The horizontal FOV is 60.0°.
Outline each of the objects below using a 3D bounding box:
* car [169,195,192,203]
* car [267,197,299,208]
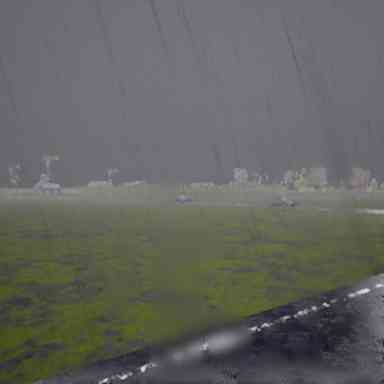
[{"bbox_3d":[-2.230,1.330,61.865,2.033,1.411,5.357,-1,1,-40],"label":"car"},{"bbox_3d":[11.791,1.350,43.480,1.994,1.385,4.181,-1,1,-35],"label":"car"}]
